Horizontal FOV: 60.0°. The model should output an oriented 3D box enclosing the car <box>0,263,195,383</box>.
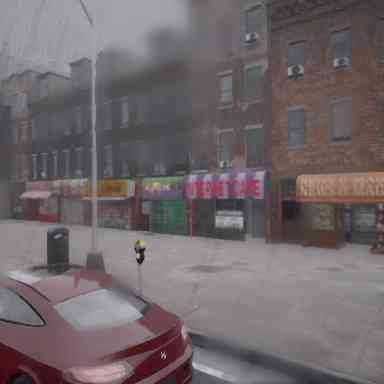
[{"bbox_3d":[-1.915,1.582,4.185,4.206,1.307,1.802,0,-1,36],"label":"car"}]
